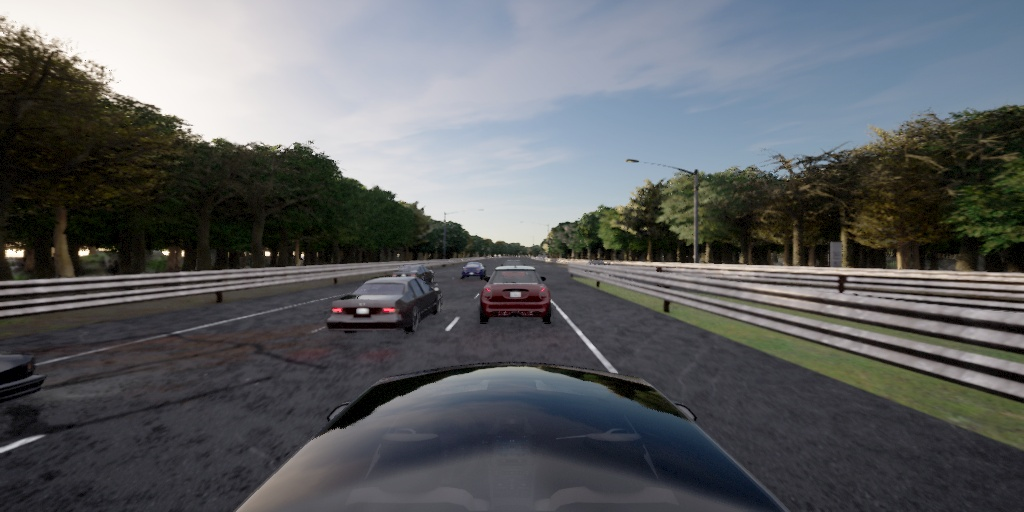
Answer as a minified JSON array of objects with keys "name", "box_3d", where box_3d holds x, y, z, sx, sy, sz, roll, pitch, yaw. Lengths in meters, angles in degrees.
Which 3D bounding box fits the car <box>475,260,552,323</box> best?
[{"name":"car","box_3d":[0.104,1.103,12.189,2.097,1.767,4.553,0,0,0]}]

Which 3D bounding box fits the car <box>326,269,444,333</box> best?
[{"name":"car","box_3d":[-3.399,1.299,10.662,2.033,1.411,5.357,0,0,0]}]

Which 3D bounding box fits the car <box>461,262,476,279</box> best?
[{"name":"car","box_3d":[-3.386,1.281,32.331,1.812,1.442,4.674,0,0,0]}]

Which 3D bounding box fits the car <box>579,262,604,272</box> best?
[{"name":"car","box_3d":[9.894,1.369,43.169,2.033,1.411,5.357,0,0,-11]}]

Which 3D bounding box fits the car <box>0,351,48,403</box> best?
[{"name":"car","box_3d":[-6.893,1.287,2.051,2.033,1.411,5.357,0,0,0]}]

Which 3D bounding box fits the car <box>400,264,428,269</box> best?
[{"name":"car","box_3d":[-6.892,1.301,25.385,2.033,1.411,5.357,0,0,0]}]
